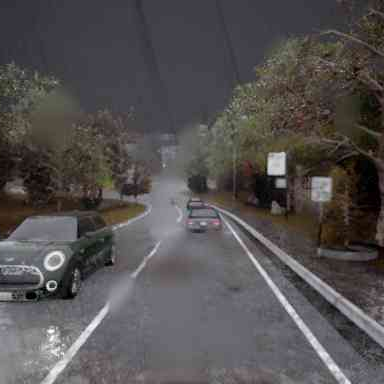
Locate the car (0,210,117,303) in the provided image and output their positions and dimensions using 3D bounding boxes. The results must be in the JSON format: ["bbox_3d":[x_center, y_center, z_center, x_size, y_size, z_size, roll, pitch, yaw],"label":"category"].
[{"bbox_3d":[-3.403,1.320,8.368,2.097,1.767,4.553,0,0,2],"label":"car"}]

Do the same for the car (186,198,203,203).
[{"bbox_3d":[0.307,1.385,38.550,2.128,1.511,4.902,0,0,-4],"label":"car"}]

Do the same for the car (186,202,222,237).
[{"bbox_3d":[0.630,1.512,17.929,2.033,1.411,5.357,0,0,2],"label":"car"}]
